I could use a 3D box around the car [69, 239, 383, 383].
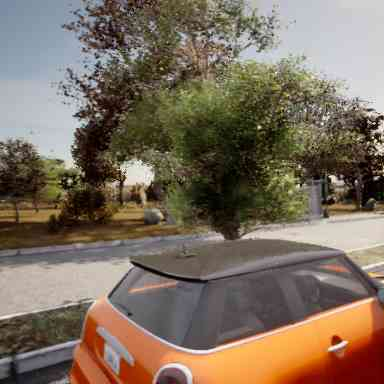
[{"bbox_3d":[1.082,1.360,3.910,4.553,1.767,2.097,0,0,-36],"label":"car"}]
